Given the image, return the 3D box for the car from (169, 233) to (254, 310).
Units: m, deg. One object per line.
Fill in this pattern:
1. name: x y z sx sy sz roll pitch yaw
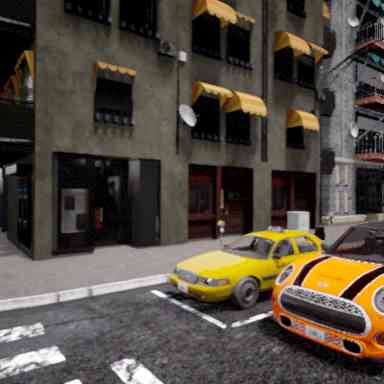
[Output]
1. car: 1.787 1.522 7.828 4.829 1.417 1.752 0 1 -36

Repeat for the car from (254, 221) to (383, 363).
1. car: 3.517 1.348 5.884 4.553 1.767 2.097 0 0 -36
